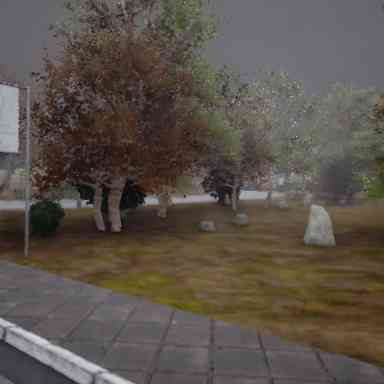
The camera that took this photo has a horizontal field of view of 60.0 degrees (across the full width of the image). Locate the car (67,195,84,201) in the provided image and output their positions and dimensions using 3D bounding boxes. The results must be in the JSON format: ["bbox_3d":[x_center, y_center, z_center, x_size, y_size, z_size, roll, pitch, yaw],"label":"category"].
[{"bbox_3d":[-16.428,0.662,51.190,2.033,1.411,5.357,1,1,38],"label":"car"}]
